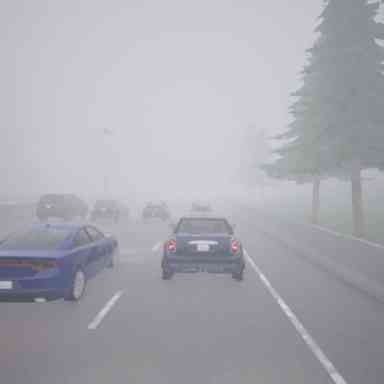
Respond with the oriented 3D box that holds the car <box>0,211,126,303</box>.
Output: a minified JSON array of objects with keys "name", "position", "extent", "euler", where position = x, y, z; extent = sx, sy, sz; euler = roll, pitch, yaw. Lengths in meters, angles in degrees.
[{"name":"car","position":[-3.233,1.479,8.320],"extent":[1.882,1.535,5.008],"euler":[1,0,1]}]

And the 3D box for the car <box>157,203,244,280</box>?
[{"name":"car","position":[0.319,1.396,10.314],"extent":[2.097,1.767,4.553],"euler":[1,0,1]}]

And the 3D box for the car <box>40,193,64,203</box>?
[{"name":"car","position":[-23.214,0.987,55.324],"extent":[1.994,1.385,4.181],"euler":[1,1,2]}]

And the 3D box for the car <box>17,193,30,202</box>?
[{"name":"car","position":[-26.691,0.868,56.090],"extent":[2.128,1.511,4.902],"euler":[1,1,2]}]

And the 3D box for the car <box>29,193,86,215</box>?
[{"name":"car","position":[-9.820,1.135,25.546],"extent":[2.150,2.045,5.566],"euler":[1,1,1]}]

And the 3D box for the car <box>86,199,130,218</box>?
[{"name":"car","position":[-6.308,1.298,26.095],"extent":[2.097,1.767,4.553],"euler":[1,0,1]}]

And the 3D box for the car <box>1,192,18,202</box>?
[{"name":"car","position":[-30.184,0.838,56.175],"extent":[1.837,1.490,4.892],"euler":[1,1,2]}]

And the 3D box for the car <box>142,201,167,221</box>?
[{"name":"car","position":[-2.790,1.473,26.830],"extent":[2.128,1.511,4.902],"euler":[1,0,1]}]

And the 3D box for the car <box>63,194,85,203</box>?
[{"name":"car","position":[-19.700,1.050,55.915],"extent":[1.895,1.301,4.718],"euler":[1,1,2]}]
